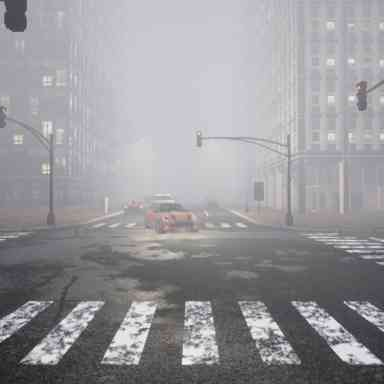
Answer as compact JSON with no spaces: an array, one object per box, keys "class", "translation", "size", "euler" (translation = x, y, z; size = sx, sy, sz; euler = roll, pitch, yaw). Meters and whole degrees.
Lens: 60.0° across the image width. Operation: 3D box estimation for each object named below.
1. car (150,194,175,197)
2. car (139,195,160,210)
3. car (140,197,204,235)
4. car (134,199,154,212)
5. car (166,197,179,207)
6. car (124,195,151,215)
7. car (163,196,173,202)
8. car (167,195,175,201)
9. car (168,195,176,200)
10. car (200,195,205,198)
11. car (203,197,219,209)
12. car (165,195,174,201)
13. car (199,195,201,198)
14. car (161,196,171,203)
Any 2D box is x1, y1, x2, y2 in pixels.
[{"class":"car","translation":[-3.069,1.233,35.634],"size":[2.150,2.045,5.566],"euler":[0,0,0]},{"class":"car","translation":[-5.633,1.332,44.975],"size":[2.192,1.841,5.009],"euler":[1,0,0]},{"class":"car","translation":[-1.295,1.358,19.045],"size":[2.097,1.767,4.553],"euler":[0,0,-21]},{"class":"car","translation":[-5.643,1.597,39.400],"size":[1.802,1.307,4.206],"euler":[1,0,0]},{"class":"car","translation":[-3.038,1.546,53.445],"size":[1.812,1.442,4.674],"euler":[0,0,0]},{"class":"car","translation":[-5.645,1.453,33.825],"size":[1.967,1.590,4.097],"euler":[1,0,0]},{"class":"car","translation":[-5.608,1.582,78.426],"size":[2.008,1.369,4.403],"euler":[1,0,0]},{"class":"car","translation":[-5.599,1.587,89.577],"size":[2.008,1.369,4.403],"euler":[1,0,0]},{"class":"car","translation":[-5.595,1.605,95.152],"size":[1.947,1.339,4.313],"euler":[1,0,0]},{"class":"car","translation":[2.753,1.547,56.356],"size":[1.752,1.417,4.829],"euler":[1,0,0]},{"class":"car","translation":[2.742,1.599,45.030],"size":[1.802,1.307,4.206],"euler":[1,0,0]},{"class":"car","translation":[-5.604,1.578,84.001],"size":[1.887,1.381,4.507],"euler":[1,0,0]},{"class":"car","translation":[2.757,1.590,61.763],"size":[1.947,1.339,4.313],"euler":[1,0,0]},{"class":"car","translation":[-5.613,1.573,72.851],"size":[1.887,1.381,4.507],"euler":[1,0,0]}]
